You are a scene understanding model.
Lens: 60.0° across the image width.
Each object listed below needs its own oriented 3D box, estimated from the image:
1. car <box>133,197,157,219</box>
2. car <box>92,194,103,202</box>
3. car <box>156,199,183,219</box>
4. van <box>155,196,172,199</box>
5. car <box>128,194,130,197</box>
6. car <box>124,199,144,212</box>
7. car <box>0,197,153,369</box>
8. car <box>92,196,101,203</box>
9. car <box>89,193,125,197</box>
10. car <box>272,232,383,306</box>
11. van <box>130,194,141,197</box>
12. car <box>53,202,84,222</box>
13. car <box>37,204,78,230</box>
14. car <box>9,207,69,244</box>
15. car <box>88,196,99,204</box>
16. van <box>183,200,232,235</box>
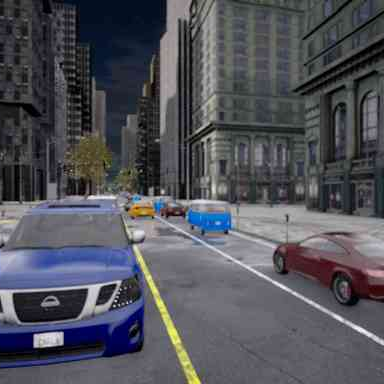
[{"bbox_3d":[-4.418,1.493,29.094,1.882,1.535,5.008,0,0,-13],"label":"car"},{"bbox_3d":[-22.669,1.385,79.841,2.192,1.841,5.009,0,0,-14],"label":"car"},{"bbox_3d":[-1.708,1.562,29.368,1.887,1.381,4.507,0,0,-14],"label":"car"},{"bbox_3d":[-3.003,1.362,34.740,1.690,1.788,3.998,0,0,-14],"label":"van"},{"bbox_3d":[-13.196,1.634,76.923,1.947,1.339,4.313,0,0,-14],"label":"car"},{"bbox_3d":[-6.883,1.587,39.219,1.994,1.385,4.181,0,0,-13],"label":"car"},{"bbox_3d":[-2.173,1.224,6.231,2.150,2.045,5.566,0,0,-14],"label":"car"},{"bbox_3d":[-21.429,1.607,74.699,1.887,1.381,4.507,0,0,-14],"label":"car"},{"bbox_3d":[-5.149,1.230,19.000,2.150,2.045,5.566,0,0,-13],"label":"car"},{"bbox_3d":[3.472,1.589,7.884,1.802,1.307,4.206,0,0,-14],"label":"car"},{"bbox_3d":[-11.926,1.402,71.661,1.690,1.788,3.998,0,0,-14],"label":"van"},{"bbox_3d":[-10.029,1.556,27.379,1.887,1.381,4.507,0,0,-14],"label":"car"},{"bbox_3d":[-8.732,1.553,22.008,1.887,1.381,4.507,0,0,-14],"label":"car"},{"bbox_3d":[-7.435,1.550,16.637,1.887,1.381,4.507,0,0,-14],"label":"car"},{"bbox_3d":[-18.914,1.573,64.247,1.752,1.417,4.829,0,0,-14],"label":"car"},{"bbox_3d":[0.882,1.353,18.627,1.690,1.788,3.998,0,0,-14],"label":"van"}]
